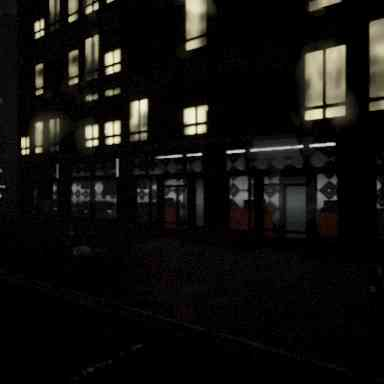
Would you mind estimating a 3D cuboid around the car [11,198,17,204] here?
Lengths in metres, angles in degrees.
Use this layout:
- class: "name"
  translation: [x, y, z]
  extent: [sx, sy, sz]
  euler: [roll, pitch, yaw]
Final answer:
- class: "car"
  translation: [-23.985, 1.031, 48.195]
  extent: [1.802, 1.307, 4.206]
  euler: [2, 2, 35]
